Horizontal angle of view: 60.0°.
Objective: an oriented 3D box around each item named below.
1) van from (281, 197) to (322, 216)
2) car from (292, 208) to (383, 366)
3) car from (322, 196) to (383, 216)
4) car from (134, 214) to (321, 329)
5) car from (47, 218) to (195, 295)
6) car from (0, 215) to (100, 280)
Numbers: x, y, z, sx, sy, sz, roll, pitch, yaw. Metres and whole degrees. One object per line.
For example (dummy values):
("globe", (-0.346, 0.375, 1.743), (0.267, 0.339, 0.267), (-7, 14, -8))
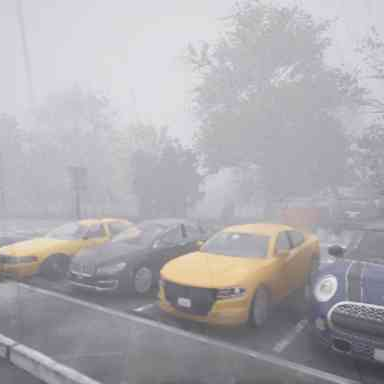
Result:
("van", (6.816, 1.275, 19.616), (1.878, 1.987, 4.442), (-1, 0, 36))
("car", (3.605, 1.347, 5.735), (2.185, 1.767, 4.553), (0, 0, 36))
("car", (9.118, 1.229, 17.864), (2.435, 2.045, 5.566), (-1, 0, 36))
("car", (1.330, 1.484, 7.327), (2.097, 1.535, 5.008), (0, 0, 36))
("car", (-0.927, 1.504, 8.936), (2.231, 1.521, 4.892), (-1, 0, 36))
("car", (-3.292, 1.527, 10.388), (1.946, 1.575, 5.366), (-1, 0, 36))
